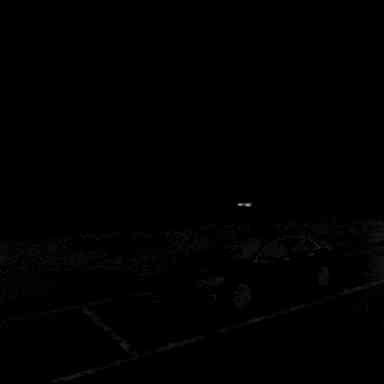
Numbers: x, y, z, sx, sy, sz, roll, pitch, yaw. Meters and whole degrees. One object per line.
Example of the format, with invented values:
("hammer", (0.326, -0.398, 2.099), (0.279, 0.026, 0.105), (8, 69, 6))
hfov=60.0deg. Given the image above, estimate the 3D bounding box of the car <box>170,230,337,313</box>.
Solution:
("car", (1.571, 1.594, 7.650), (4.403, 1.369, 2.008), (1, 0, -35))
